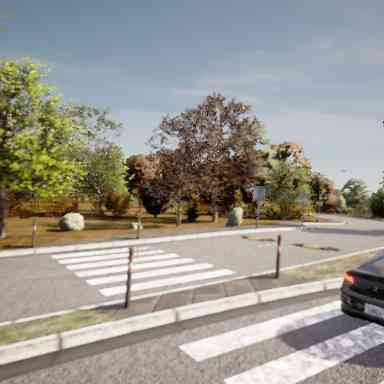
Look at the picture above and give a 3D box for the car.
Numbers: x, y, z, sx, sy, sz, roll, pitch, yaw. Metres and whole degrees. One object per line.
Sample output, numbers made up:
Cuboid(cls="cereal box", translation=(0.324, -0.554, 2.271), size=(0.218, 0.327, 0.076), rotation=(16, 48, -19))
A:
Cuboid(cls="car", translation=(4.664, 1.573, 5.954), size=(4.674, 1.442, 1.812), rotation=(0, -1, -29))
